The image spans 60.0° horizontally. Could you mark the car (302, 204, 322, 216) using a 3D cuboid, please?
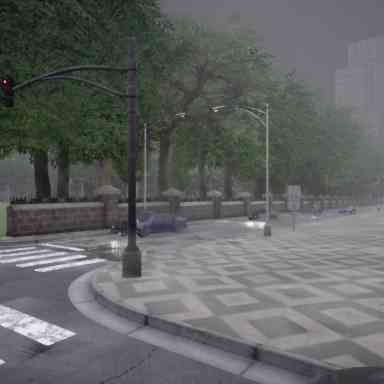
[{"bbox_3d":[17.290,2.492,47.722,1.812,1.442,4.674,0,-1,35],"label":"car"}]

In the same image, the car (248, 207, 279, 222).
[{"bbox_3d":[7.258,2.246,33.623,1.994,1.385,4.181,0,-1,35],"label":"car"}]

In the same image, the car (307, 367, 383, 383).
[{"bbox_3d":[2.466,1.551,1.209,4.403,1.369,2.008,0,0,35],"label":"car"}]

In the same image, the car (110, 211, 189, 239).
[{"bbox_3d":[-2.335,1.885,19.995,2.033,1.411,5.357,0,-1,35],"label":"car"}]

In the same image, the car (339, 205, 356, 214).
[{"bbox_3d":[24.865,2.782,53.091,2.033,1.411,5.357,0,-1,34],"label":"car"}]
